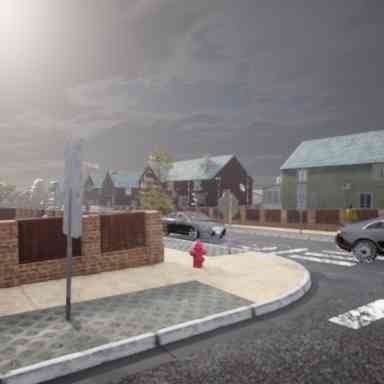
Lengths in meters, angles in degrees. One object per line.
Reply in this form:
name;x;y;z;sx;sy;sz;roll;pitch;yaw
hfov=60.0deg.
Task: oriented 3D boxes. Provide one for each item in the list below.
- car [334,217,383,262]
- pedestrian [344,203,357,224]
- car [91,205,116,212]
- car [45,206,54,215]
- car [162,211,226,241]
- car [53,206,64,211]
car;7.378;1.571;11.051;4.902;1.511;2.128;-2;-2;33
pedestrian;8.265;1.469;17.358;0.375;1.860;0.375;0;0;-36
car;-7.546;2.077;29.254;2.097;1.767;4.553;2;-2;-36
car;-23.729;3.179;56.701;1.837;1.490;4.892;2;-3;-36
car;-0.083;1.863;18.900;2.128;1.511;4.902;2;-2;-36
car;-14.233;2.646;38.542;1.895;1.301;4.718;1;-2;-35
